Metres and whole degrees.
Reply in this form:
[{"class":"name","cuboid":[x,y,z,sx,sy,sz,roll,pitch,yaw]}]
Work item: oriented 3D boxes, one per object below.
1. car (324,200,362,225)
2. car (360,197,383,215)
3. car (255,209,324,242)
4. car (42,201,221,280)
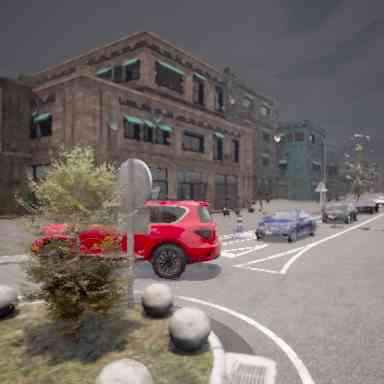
[{"class":"car","cuboid":[11.560,1.611,25.833,1.837,1.490,4.892,0,0,37]},{"class":"car","cuboid":[18.377,1.463,34.975,1.882,1.535,5.008,0,1,37]},{"class":"car","cuboid":[5.057,1.655,17.352,1.812,1.442,4.674,0,0,39]},{"class":"car","cuboid":[-1.929,1.295,10.027,5.566,2.045,2.150,0,-3,10]}]
